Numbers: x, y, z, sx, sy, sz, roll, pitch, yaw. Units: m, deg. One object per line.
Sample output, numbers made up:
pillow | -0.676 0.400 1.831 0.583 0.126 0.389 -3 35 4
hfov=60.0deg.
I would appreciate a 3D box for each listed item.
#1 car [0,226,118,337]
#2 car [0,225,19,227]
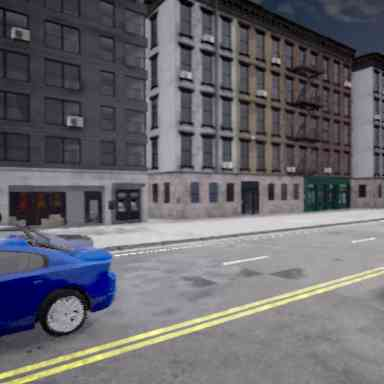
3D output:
car | -3.658 1.479 5.068 5.008 1.535 1.882 0 0 -36
car | -5.053 1.546 8.065 5.357 1.411 2.033 0 0 -35
